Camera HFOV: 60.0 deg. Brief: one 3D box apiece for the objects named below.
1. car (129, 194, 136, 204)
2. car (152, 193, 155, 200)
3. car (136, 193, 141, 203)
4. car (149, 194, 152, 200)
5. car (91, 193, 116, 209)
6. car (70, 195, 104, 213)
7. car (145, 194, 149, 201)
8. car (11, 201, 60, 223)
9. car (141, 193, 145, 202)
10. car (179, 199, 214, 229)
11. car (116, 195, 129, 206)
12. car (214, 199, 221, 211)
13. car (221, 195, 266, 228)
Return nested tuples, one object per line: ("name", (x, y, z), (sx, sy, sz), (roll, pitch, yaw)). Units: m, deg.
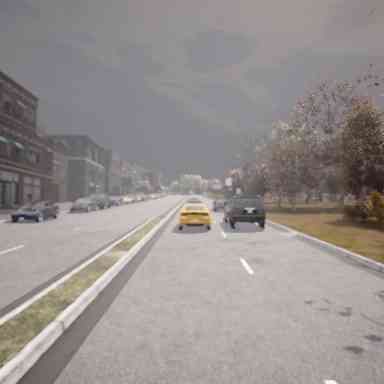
("car", (-11.703, 1.390, 58.051), (1.946, 1.575, 5.366), (0, 0, 0))
("car", (-11.730, 1.390, 85.994), (2.231, 1.521, 4.892), (0, 0, 0))
("car", (-11.708, 1.267, 63.793), (2.185, 1.767, 4.553), (0, 0, 0))
("car", (-11.727, 1.391, 80.468), (2.231, 1.521, 4.892), (0, 0, 0))
("car", (-11.687, 1.144, 41.758), (2.435, 2.045, 5.566), (0, 0, 0))
("car", (-11.681, 1.398, 36.268), (2.231, 1.521, 4.892), (0, 0, 0))
("car", (-11.719, 1.139, 74.784), (2.435, 2.045, 5.566), (0, 0, 0))
("car", (-11.674, 1.428, 25.180), (2.163, 1.488, 4.792), (0, 0, 0))
("car", (-11.714, 1.388, 69.101), (1.946, 1.575, 5.366), (0, 0, 0))
("car", (0.169, 1.470, 21.443), (1.882, 1.535, 5.008), (0, 0, 0))
("car", (-11.752, 1.395, 51.179), (2.231, 1.521, 4.892), (0, 0, 1))
("car", (3.483, 1.537, 40.772), (2.033, 1.411, 5.357), (0, 0, 0))
("car", (3.422, 1.219, 22.311), (2.150, 2.045, 5.566), (0, 0, 0))
